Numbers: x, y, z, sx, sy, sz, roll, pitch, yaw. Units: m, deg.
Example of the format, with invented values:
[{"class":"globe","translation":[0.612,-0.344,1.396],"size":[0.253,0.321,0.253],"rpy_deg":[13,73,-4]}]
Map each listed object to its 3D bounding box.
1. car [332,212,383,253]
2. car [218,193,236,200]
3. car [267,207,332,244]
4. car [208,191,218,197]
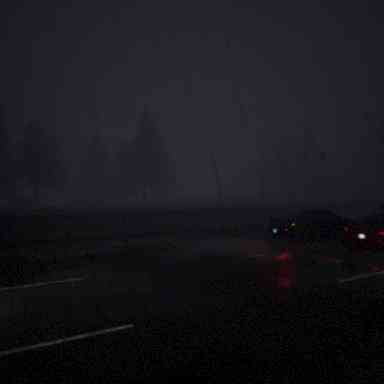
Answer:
[{"class":"car","translation":[7.461,1.445,12.178],"size":[4.181,1.385,1.994],"rpy_deg":[0,0,-29]},{"class":"car","translation":[8.209,1.026,74.688],"size":[1.882,1.535,5.008],"rpy_deg":[0,0,-15]},{"class":"car","translation":[5.495,1.407,15.086],"size":[4.674,1.442,1.812],"rpy_deg":[-1,0,-29]},{"class":"car","translation":[5.964,1.024,90.011],"size":[2.033,1.411,5.357],"rpy_deg":[0,0,-4]}]
